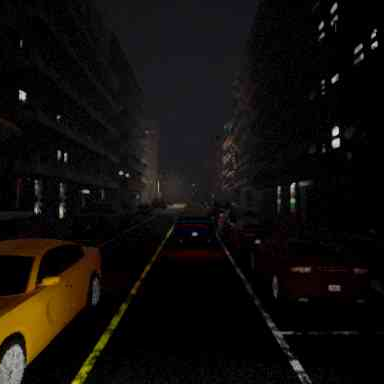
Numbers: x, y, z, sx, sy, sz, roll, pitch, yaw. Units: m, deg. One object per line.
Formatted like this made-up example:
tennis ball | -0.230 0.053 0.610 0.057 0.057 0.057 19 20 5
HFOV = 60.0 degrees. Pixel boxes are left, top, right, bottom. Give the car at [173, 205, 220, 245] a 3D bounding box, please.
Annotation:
car | 0.117 1.644 16.432 1.882 1.535 5.008 0 -1 0

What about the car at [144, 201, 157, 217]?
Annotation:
car | -5.257 1.942 35.983 1.947 1.339 4.313 1 -1 0

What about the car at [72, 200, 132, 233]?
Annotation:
car | -5.270 1.511 19.394 2.192 1.841 5.009 1 -1 0

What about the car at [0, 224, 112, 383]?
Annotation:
car | -2.843 1.528 5.158 1.882 1.535 5.008 0 -1 0

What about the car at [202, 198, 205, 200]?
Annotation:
car | 2.598 1.882 41.447 1.967 1.590 4.097 1 -1 0

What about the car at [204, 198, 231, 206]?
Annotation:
car | 2.589 1.631 30.386 2.192 1.841 5.009 1 -1 0

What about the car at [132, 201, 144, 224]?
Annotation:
car | -5.263 1.570 24.923 2.192 1.841 5.009 1 -1 0

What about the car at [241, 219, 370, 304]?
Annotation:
car | 2.592 1.628 8.261 1.887 1.381 4.507 1 -1 0

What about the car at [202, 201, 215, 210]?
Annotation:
car | 2.608 2.157 52.507 1.802 1.307 4.206 1 -1 0

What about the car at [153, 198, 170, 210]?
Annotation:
car | -5.233 1.889 52.574 2.192 1.841 5.009 1 -1 0

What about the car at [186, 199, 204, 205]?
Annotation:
car | 0.139 1.834 34.144 1.882 1.535 5.008 0 -1 0

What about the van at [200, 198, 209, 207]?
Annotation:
van | 2.631 2.131 69.103 1.690 1.788 3.998 1 -1 0

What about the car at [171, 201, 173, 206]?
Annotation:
car | -5.215 2.446 74.694 1.802 1.307 4.206 1 -1 0

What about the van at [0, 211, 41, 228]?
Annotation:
van | -5.283 1.423 8.334 1.690 1.788 3.998 1 -1 0

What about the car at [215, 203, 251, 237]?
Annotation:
car | 2.615 1.637 19.323 1.967 1.590 4.097 1 -1 0

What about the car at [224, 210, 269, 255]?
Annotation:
car | 2.599 1.684 13.791 1.887 1.381 4.507 1 -1 0
